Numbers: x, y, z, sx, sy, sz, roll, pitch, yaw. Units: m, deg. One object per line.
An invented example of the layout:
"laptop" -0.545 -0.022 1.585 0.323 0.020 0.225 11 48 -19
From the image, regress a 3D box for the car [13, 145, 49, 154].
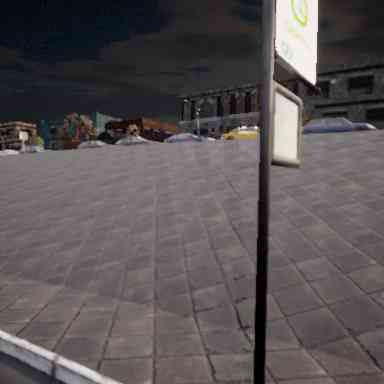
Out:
"car" -18.466 -4.688 39.172 4.553 1.767 2.185 1 1 34

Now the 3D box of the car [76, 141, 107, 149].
"car" -9.430 -4.338 33.010 4.892 1.521 2.231 1 1 34

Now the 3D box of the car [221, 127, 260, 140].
"car" 4.488 -3.919 23.947 5.008 1.535 2.097 2 1 32

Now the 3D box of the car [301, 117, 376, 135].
"car" 9.241 -3.896 21.128 4.553 1.767 2.185 2 1 31

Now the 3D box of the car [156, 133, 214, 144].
"car" -0.221 -4.028 26.878 4.674 1.452 2.002 2 1 33

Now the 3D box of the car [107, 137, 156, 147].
"car" -4.866 -4.212 29.908 4.892 1.521 2.231 2 1 34

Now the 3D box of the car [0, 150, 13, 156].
"car" -23.006 -4.634 42.268 4.674 1.452 2.002 1 1 34
